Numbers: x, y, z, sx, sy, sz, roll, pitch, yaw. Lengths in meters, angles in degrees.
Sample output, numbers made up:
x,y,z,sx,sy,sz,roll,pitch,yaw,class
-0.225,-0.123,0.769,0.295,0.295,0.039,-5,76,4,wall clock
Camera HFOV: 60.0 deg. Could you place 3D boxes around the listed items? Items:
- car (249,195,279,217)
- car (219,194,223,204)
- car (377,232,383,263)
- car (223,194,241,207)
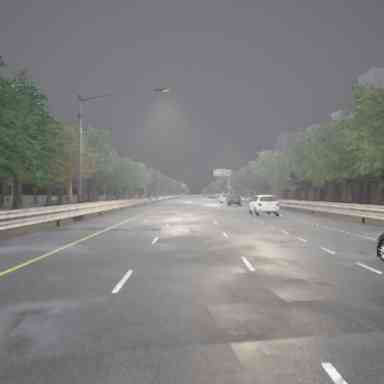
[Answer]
x,y,z,sx,sy,sz,roll,pitch,yaw,class
7.066,1.328,33.031,2.150,2.045,5.566,0,0,0,car
7.321,1.531,74.829,2.150,2.045,5.566,0,0,1,car
7.006,1.363,8.881,2.097,1.767,4.553,0,0,0,car
7.193,1.444,57.686,2.150,2.045,5.566,0,0,0,car
